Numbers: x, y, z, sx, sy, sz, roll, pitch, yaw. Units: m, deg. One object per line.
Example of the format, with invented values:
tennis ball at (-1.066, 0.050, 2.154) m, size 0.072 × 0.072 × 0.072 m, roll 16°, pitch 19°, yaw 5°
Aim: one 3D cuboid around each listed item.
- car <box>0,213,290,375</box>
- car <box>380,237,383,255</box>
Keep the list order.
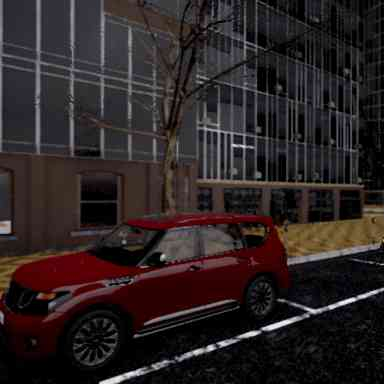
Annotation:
car at (-0.418, 1.335, 5.803) m, size 5.009 × 1.841 × 2.192 m, roll 0°, pitch 0°, yaw -36°
car at (8.629, 1.678, 12.260) m, size 4.206 × 1.307 × 1.802 m, roll 0°, pitch 0°, yaw -36°
